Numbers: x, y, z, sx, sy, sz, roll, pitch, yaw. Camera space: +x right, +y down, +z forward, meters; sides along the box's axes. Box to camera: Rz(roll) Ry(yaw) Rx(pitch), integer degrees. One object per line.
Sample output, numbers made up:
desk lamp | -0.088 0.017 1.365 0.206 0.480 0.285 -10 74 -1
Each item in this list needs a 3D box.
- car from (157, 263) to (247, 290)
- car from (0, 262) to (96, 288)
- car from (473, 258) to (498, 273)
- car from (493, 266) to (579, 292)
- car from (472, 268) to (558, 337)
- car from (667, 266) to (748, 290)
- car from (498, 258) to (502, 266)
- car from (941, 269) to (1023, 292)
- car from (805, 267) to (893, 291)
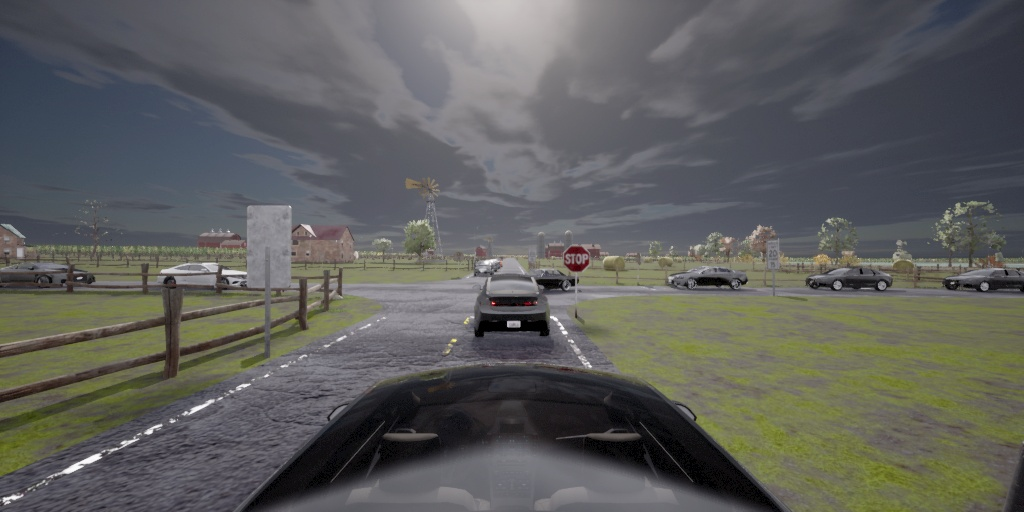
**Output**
car | -17.234 1.104 20.290 4.674 1.442 1.812 1 -1 -1
car | -26.354 1.048 20.173 4.181 1.385 1.994 1 -1 -1
car | -2.840 1.243 37.012 2.128 1.511 4.902 0 0 0
car | 1.509 1.369 20.370 4.718 1.301 1.895 1 0 -35
car | -0.069 1.256 10.324 1.837 1.490 4.892 0 0 -3
car | 12.810 1.397 23.592 4.902 1.511 2.128 1 -1 -2
car | -2.828 1.242 46.458 2.128 1.511 4.902 0 0 0
car | 31.714 1.587 23.874 4.892 1.490 1.837 1 -1 -1
car | 22.211 1.500 23.758 4.892 1.490 1.837 1 -1 -1
